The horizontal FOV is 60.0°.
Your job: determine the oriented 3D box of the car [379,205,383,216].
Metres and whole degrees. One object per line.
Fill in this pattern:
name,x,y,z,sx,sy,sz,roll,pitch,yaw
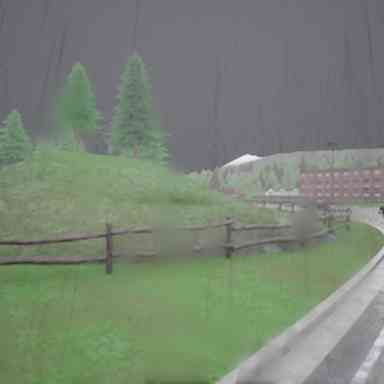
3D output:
car,20.029,1.553,32.090,2.097,1.767,4.553,0,0,2

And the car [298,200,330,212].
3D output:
car,15.492,1.746,42.538,1.837,1.490,4.892,3,-1,-16
